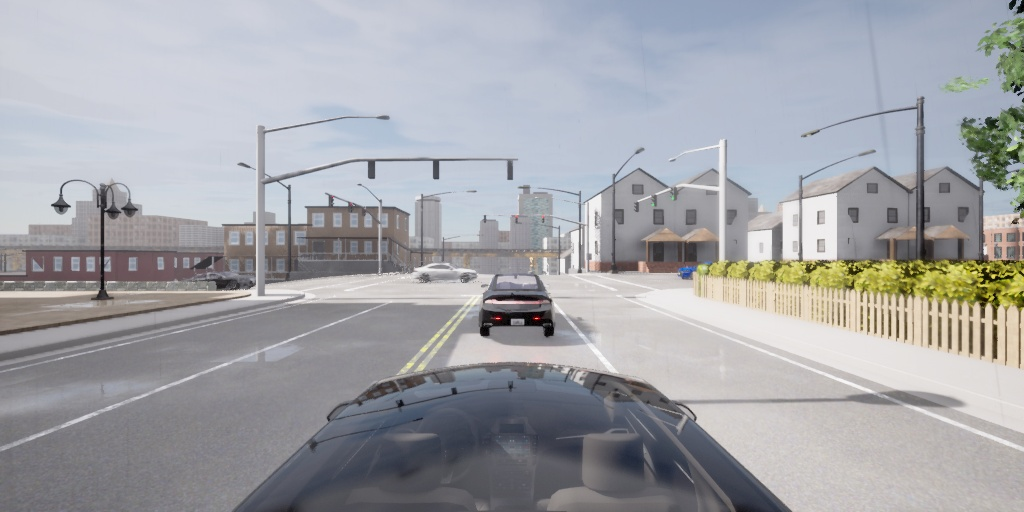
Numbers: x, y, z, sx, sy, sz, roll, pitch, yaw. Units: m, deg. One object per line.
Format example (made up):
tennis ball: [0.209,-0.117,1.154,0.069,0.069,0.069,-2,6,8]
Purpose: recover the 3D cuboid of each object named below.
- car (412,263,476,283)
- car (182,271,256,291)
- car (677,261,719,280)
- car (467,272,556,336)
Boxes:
car: [-4.926,1.229,26.389,4.674,1.442,1.812,0,0,-1]
car: [-21.309,1.863,26.194,4.902,1.511,2.128,-6,0,-1]
car: [16.655,1.228,30.377,5.008,1.535,1.882,0,0,-1]
car: [0.114,1.242,10.332,2.128,1.511,4.902,0,0,0]
